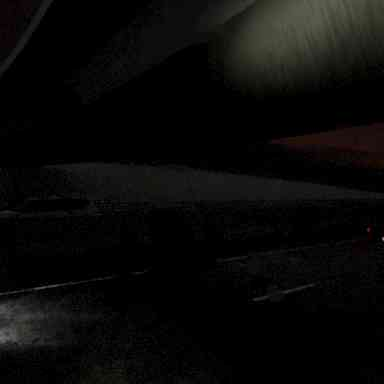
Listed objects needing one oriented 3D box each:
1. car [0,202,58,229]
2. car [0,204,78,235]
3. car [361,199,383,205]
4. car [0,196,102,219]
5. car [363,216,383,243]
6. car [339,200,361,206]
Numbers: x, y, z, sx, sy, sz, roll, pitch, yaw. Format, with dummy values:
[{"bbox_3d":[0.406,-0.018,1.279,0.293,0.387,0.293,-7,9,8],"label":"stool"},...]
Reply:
[{"bbox_3d":[-11.548,1.484,21.550,5.008,1.535,1.882,0,0,-35],"label":"car"},{"bbox_3d":[-9.251,1.513,18.889,4.892,1.490,1.837,0,0,-36],"label":"car"},{"bbox_3d":[24.314,1.683,42.813,5.008,1.535,1.882,0,0,-35],"label":"car"},{"bbox_3d":[-7.174,1.230,16.071,5.566,2.045,2.150,0,0,-36],"label":"car"},{"bbox_3d":[9.800,1.659,15.034,4.718,1.301,1.895,0,0,-35],"label":"car"},{"bbox_3d":[22.189,1.805,45.585,4.718,1.301,1.895,0,0,-35],"label":"car"}]
